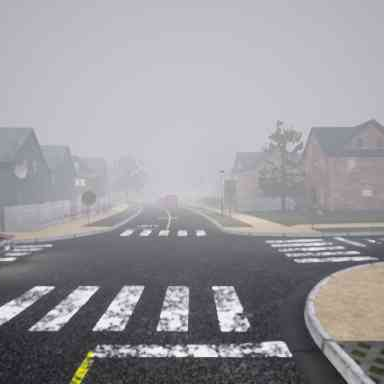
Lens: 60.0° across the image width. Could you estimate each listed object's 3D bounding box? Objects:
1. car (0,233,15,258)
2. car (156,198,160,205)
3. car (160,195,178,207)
[{"bbox_3d":[-8.417,1.668,11.009,4.674,1.442,1.812,-2,0,0],"label":"car"},{"bbox_3d":[-6.163,1.853,68.059,1.882,1.535,5.008,0,-1,-14],"label":"car"},{"bbox_3d":[-3.651,1.456,55.440,2.150,2.045,5.566,0,0,-10],"label":"car"}]
